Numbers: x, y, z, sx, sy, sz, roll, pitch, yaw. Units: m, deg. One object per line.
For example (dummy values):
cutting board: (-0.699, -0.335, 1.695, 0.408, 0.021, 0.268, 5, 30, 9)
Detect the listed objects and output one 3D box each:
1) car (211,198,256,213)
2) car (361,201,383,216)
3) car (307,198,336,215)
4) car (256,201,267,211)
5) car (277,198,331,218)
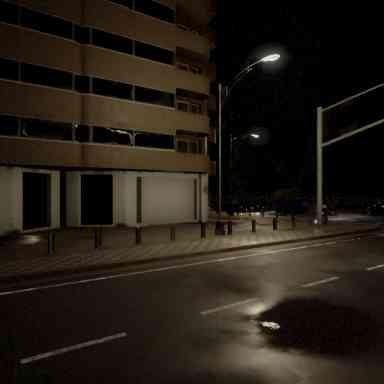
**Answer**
car: (4.419, 1.603, 38.666, 2.033, 1.411, 5.357, 0, 0, -36)
car: (18.540, 1.562, 31.394, 1.837, 1.490, 4.892, 0, 0, -36)
car: (12.222, 1.407, 33.829, 2.097, 1.767, 4.553, 0, 0, -36)
car: (6.979, 1.560, 41.103, 1.837, 1.490, 4.892, 0, 0, -36)
car: (10.042, 1.581, 30.897, 1.812, 1.442, 4.674, 0, 0, -37)
